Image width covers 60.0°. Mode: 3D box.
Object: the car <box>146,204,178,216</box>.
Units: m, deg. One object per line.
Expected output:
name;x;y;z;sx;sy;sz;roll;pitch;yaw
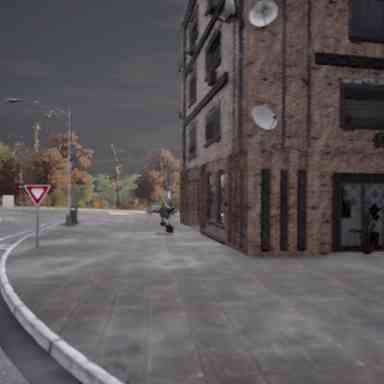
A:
car;-3.885;2.298;43.152;1.812;1.442;4.674;1;-3;41
